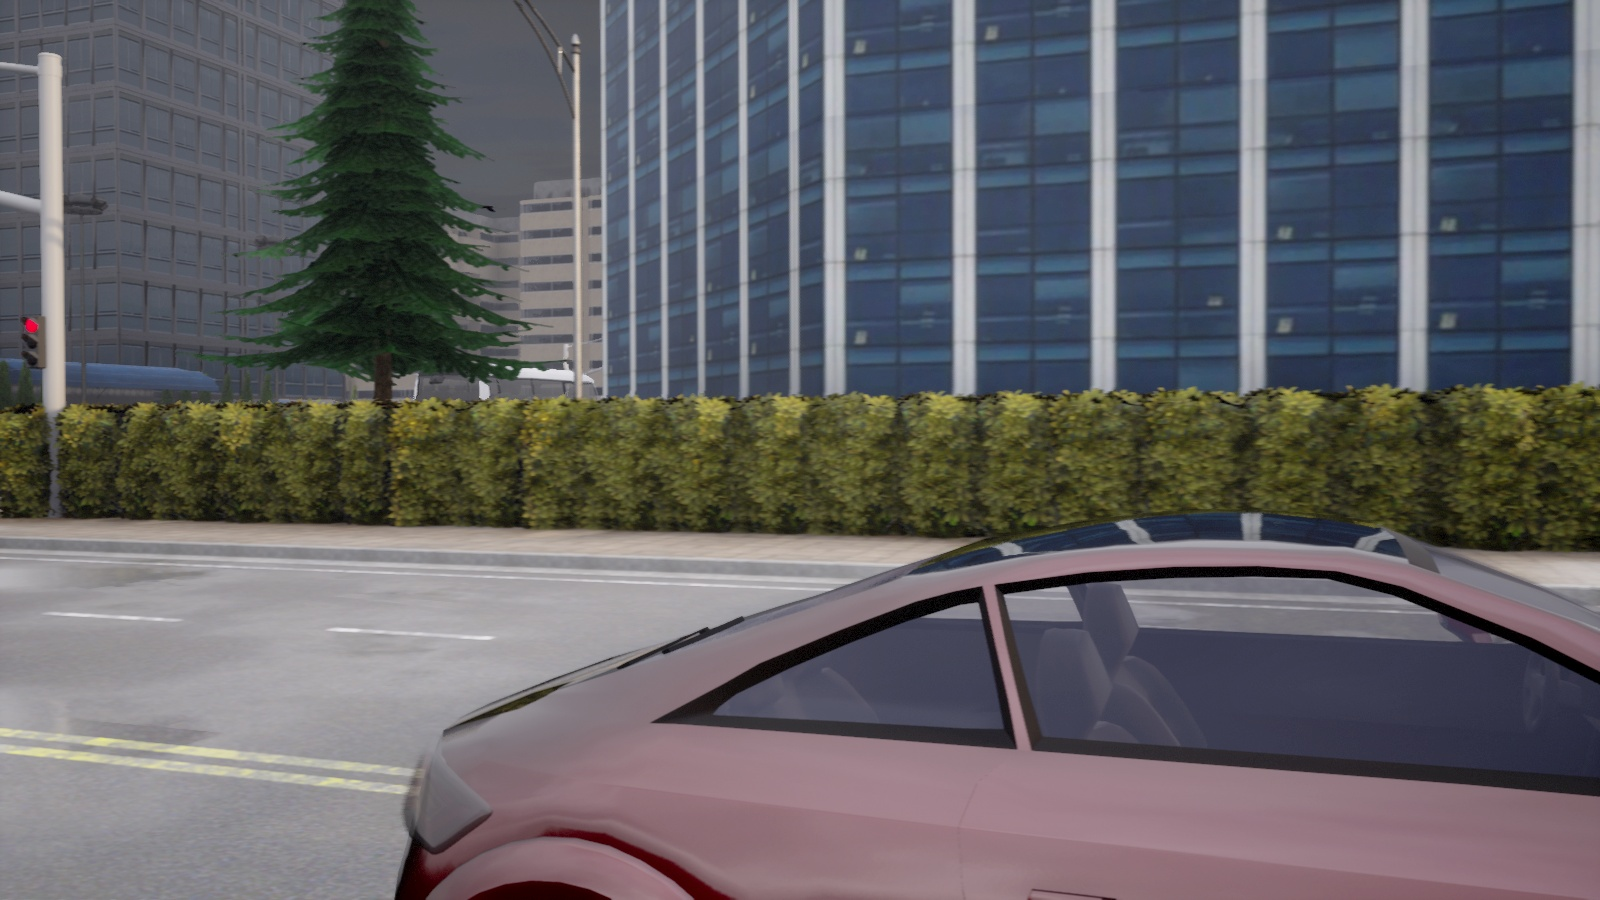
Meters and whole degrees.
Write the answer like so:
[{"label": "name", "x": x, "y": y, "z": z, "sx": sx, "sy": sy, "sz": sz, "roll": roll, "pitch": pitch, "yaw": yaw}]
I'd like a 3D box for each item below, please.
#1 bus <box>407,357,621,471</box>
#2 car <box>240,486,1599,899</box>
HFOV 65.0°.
[{"label": "bus", "x": -11.592, "y": -1.434, "z": 52.473, "sx": 3.944, "sy": 4.253, "sz": 10.273, "roll": 1, "pitch": 1, "yaw": 18}, {"label": "car", "x": 1.178, "y": 0.850, "z": 2.798, "sx": 4.181, "sy": 1.385, "sz": 1.994, "roll": 1, "pitch": 1, "yaw": 19}]
